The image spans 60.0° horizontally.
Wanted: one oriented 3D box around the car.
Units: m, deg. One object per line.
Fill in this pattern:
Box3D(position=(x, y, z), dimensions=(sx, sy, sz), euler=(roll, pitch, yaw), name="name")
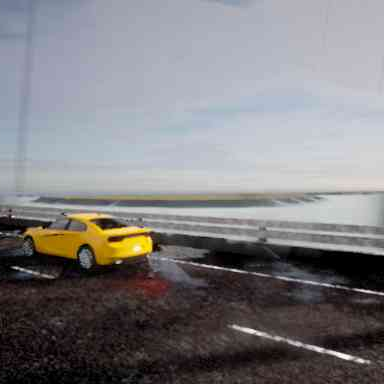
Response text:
Box3D(position=(-3.566, 1.445, 10.857), dimensions=(5.008, 1.535, 1.882), euler=(0, 0, 36), name="car")
